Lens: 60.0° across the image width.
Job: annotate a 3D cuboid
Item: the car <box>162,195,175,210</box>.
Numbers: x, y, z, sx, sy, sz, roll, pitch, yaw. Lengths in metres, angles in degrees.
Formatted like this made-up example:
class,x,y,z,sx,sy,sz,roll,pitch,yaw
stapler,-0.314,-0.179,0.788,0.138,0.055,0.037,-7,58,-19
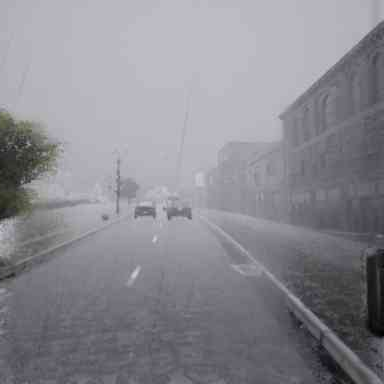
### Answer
class,x,y,z,sx,sy,sz,roll,pitch,yaw
car,-2.772,1.475,44.923,2.150,2.045,5.566,1,0,-7

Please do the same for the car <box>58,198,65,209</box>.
class,x,y,z,sx,sy,sz,roll,pitch,yaw
car,-19.669,1.576,43.338,4.892,1.521,2.231,0,0,-27

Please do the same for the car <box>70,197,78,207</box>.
class,x,y,z,sx,sy,sz,roll,pitch,yaw
car,-20.993,1.633,52.111,5.008,1.535,2.097,0,-1,-29

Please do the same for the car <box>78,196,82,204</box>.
class,x,y,z,sx,sy,sz,roll,pitch,yaw
car,-21.459,1.658,55.036,5.008,1.535,2.097,0,-1,-29

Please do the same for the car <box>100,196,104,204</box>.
class,x,y,z,sx,sy,sz,roll,pitch,yaw
car,-26.151,1.975,84.434,5.566,2.045,2.435,1,-2,-29

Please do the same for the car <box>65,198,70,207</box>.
class,x,y,z,sx,sy,sz,roll,pitch,yaw
car,-20.082,1.594,46.268,4.892,1.521,2.231,0,0,-28

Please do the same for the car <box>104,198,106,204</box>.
class,x,y,z,sx,sy,sz,roll,pitch,yaw
car,-27.141,2.158,90.274,5.566,2.045,2.435,1,-2,-29

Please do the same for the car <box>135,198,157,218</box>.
class,x,y,z,sx,sy,sz,roll,pitch,yaw
car,-4.315,1.606,31.332,1.882,1.535,5.008,0,0,-5

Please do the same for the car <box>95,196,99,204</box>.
class,x,y,z,sx,sy,sz,roll,pitch,yaw
car,-24.597,1.990,75.692,5.366,1.575,1.946,0,-2,-29

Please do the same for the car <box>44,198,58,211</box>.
class,x,y,z,sx,sy,sz,roll,pitch,yaw
car,-19.281,1.560,40.408,4.892,1.521,2.231,0,0,-27

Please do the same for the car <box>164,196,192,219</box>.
class,x,y,z,sx,sy,sz,roll,pitch,yaw
car,-1.217,1.496,30.337,2.097,1.767,4.553,0,0,-5

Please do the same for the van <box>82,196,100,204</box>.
class,x,y,z,sx,sy,sz,roll,pitch,yaw
van,-26.546,2.090,87.410,4.442,1.987,1.878,1,-2,-29

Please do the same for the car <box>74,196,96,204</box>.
class,x,y,z,sx,sy,sz,roll,pitch,yaw
car,-25.257,1.939,78.522,4.553,1.767,2.185,0,-2,-29

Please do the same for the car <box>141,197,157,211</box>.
class,x,y,z,sx,sy,sz,roll,pitch,yaw
car,-5.804,1.573,44.881,2.097,1.767,4.553,1,-1,-7

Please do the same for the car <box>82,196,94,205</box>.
class,x,y,z,sx,sy,sz,roll,pitch,yaw
car,-23.805,1.867,69.721,5.008,1.535,2.097,0,-1,-29
